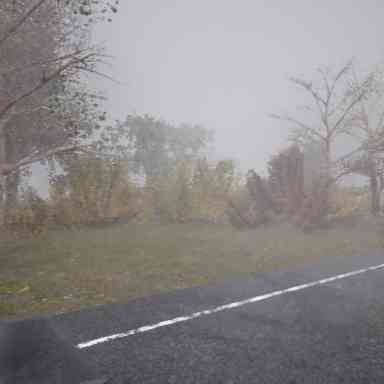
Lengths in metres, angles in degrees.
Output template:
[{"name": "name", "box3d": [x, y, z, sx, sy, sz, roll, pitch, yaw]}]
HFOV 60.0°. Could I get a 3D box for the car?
[{"name": "car", "box3d": [-3.018, 1.601, 1.840, 4.718, 1.301, 1.895, 0, 0, -36]}]
